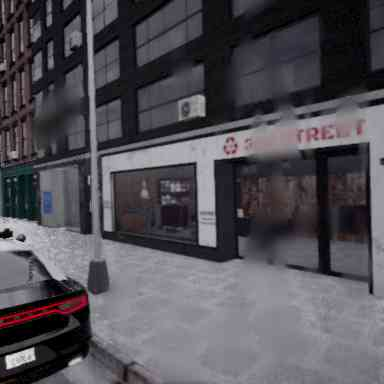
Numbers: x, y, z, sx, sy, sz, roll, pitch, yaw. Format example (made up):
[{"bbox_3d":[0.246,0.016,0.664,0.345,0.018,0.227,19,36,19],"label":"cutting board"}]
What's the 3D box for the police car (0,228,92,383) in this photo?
[{"bbox_3d":[-3.409,1.420,5.127,1.930,1.638,5.238,-2,1,-43],"label":"police car"}]
